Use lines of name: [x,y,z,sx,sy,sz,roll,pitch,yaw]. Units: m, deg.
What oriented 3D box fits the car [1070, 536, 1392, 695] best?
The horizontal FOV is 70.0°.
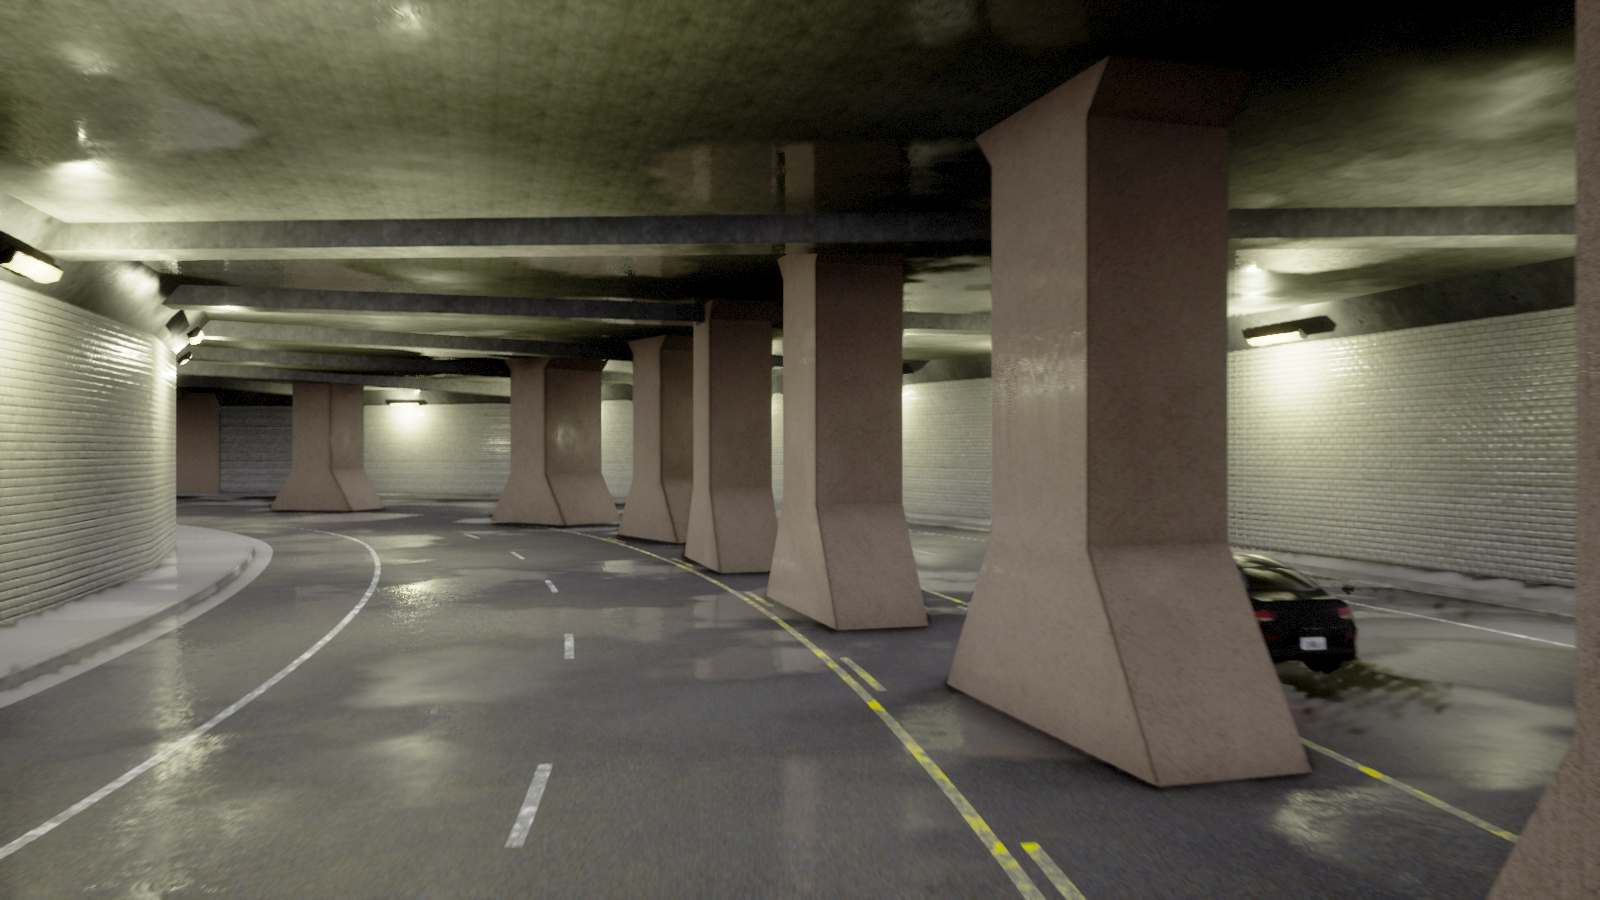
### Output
car: [5.564,2.080,15.540,2.002,1.442,4.674,0,0,-10]
